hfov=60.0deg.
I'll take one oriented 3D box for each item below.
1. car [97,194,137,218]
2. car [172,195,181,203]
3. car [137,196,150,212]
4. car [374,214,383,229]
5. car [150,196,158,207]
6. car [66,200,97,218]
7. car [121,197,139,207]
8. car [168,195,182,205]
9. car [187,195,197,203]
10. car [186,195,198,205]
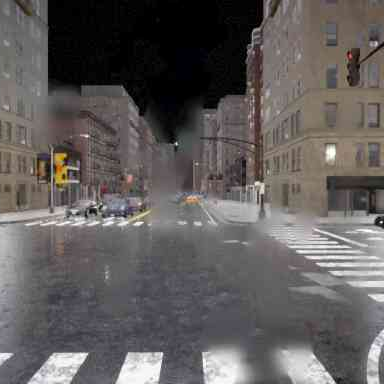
[{"bbox_3d":[-6.583,1.350,29.848,2.097,1.767,4.553,0,0,0],"label":"car"},{"bbox_3d":[-3.227,1.460,70.790,1.812,1.442,4.674,0,0,0],"label":"car"},{"bbox_3d":[-6.578,1.357,38.783,2.097,1.767,4.553,0,0,0],"label":"car"},{"bbox_3d":[12.556,1.499,18.554,4.181,1.385,1.994,0,1,0],"label":"car"},{"bbox_3d":[-6.571,1.375,51.685,2.097,1.767,4.553,0,0,-1],"label":"car"},{"bbox_3d":[-9.834,1.490,30.183,2.128,1.511,4.902,0,0,0],"label":"car"},{"bbox_3d":[-9.821,1.552,52.948,1.812,1.442,4.674,0,0,1],"label":"car"},{"bbox_3d":[-3.229,1.606,60.754,1.994,1.385,4.181,0,0,0],"label":"car"},{"bbox_3d":[0.023,1.461,70.789,2.128,1.511,4.902,0,0,0],"label":"car"},{"bbox_3d":[0.020,1.519,60.370,1.882,1.535,5.008,0,0,0],"label":"car"}]
